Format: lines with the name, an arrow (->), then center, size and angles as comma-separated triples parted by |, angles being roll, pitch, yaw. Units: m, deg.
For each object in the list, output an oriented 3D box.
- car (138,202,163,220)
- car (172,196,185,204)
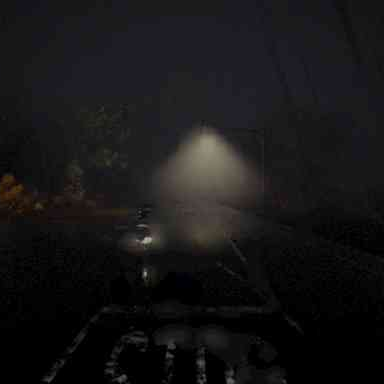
car -> -3.559, 1.664, 29.190 | 1.837, 1.490, 4.892 | 0, -1, 0
car -> -3.490, 1.824, 78.432 | 2.097, 1.767, 4.553 | 0, 0, 5
